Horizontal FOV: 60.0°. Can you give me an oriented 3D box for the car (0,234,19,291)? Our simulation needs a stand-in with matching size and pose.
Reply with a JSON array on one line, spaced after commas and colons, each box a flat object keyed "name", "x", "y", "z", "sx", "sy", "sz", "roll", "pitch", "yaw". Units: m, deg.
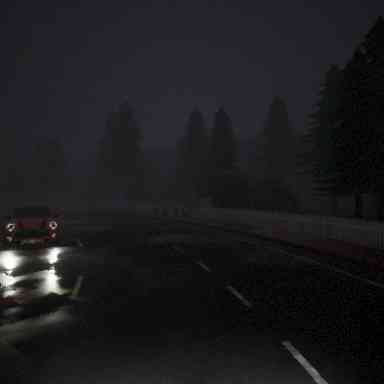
[{"name": "car", "x": -4.057, "y": 1.573, "z": 3.643, "sx": 2.033, "sy": 1.411, "sz": 5.357, "roll": 0, "pitch": 0, "yaw": -8}]

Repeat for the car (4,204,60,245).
[{"name": "car", "x": -7.310, "y": 1.391, "z": 15.353, "sx": 2.097, "sy": 1.767, "sz": 4.553, "roll": 0, "pitch": 0, "yaw": -24}]
